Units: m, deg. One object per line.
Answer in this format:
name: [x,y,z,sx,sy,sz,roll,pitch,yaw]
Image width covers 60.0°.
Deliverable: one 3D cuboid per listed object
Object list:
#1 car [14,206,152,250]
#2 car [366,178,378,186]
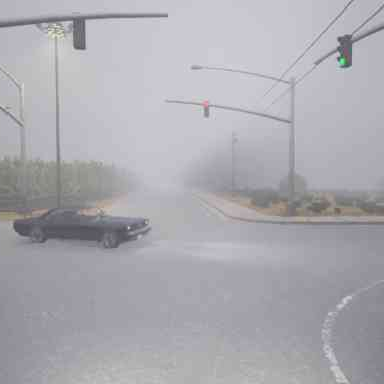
car: [-3.916,1.190,12.158,4.718,1.301,1.895,1,3,16]
car: [42.118,-2.288,77.598,1.905,1.878,3.866,10,10,41]
